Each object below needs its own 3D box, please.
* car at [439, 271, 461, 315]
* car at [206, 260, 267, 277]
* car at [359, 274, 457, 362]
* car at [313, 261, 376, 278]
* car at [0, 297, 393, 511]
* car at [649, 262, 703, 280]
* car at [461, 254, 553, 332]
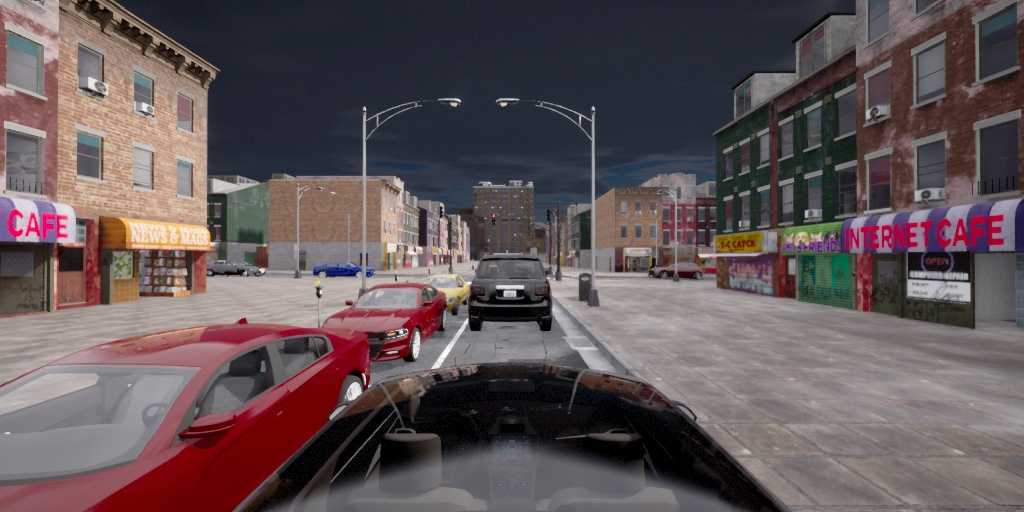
[{"bbox_3d":[-2.626,1.283,13.559,1.751,1.417,4.829,0,0,0],"label":"car"},{"bbox_3d":[-23.856,1.102,30.792,4.902,1.511,2.128,0,0,0],"label":"car"},{"bbox_3d":[-2.631,1.298,8.235,1.888,1.381,4.507,0,0,0],"label":"car"},{"bbox_3d":[-14.357,1.156,30.828,5.008,1.535,1.882,0,0,-1],"label":"car"},{"bbox_3d":[-2.636,1.295,2.741,1.888,1.381,4.507,0,0,0],"label":"car"},{"bbox_3d":[15.398,1.334,33.905,4.553,1.767,2.097,1,0,0],"label":"car"},{"bbox_3d":[-0.019,0.976,11.052,2.150,2.045,5.566,0,0,1],"label":"car"}]
